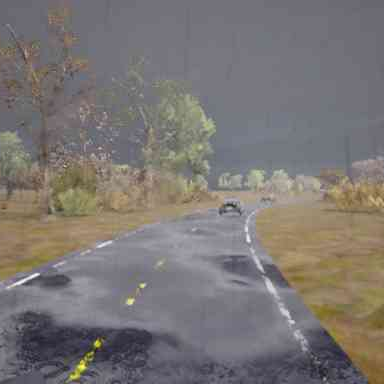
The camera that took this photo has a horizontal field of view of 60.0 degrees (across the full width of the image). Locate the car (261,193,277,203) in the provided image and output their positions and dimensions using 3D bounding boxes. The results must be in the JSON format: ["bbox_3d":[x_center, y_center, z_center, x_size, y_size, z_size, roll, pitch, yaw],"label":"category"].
[{"bbox_3d":[13.619,1.000,58.927,2.097,1.767,4.553,0,0,24],"label":"car"}]

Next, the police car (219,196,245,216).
[{"bbox_3d":[3.592,1.172,29.585,2.038,1.542,4.974,0,0,12],"label":"police car"}]
